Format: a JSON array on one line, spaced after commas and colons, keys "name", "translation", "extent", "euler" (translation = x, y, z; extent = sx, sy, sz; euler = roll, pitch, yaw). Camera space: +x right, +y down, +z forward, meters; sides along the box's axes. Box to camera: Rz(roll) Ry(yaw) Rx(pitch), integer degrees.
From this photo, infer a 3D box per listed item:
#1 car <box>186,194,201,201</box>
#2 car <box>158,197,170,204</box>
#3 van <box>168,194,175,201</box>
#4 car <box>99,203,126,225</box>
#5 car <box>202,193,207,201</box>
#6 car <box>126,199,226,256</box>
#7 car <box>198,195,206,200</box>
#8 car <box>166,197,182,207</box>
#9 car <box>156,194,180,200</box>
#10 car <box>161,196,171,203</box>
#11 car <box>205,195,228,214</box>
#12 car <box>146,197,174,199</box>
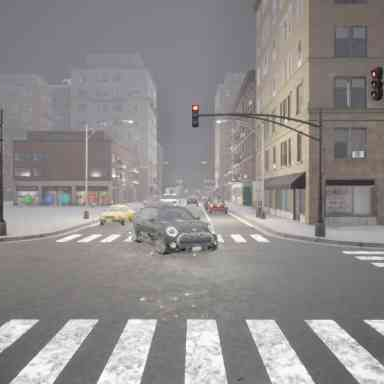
[{"name": "car", "translation": [0.062, 1.508, 54.044], "extent": [1.837, 1.490, 4.892], "euler": [0, 0, 0]}, {"name": "car", "translation": [-5.316, 1.586, 63.743], "extent": [1.802, 1.307, 4.206], "euler": [0, 0, 0]}, {"name": "van", "translation": [-5.290, 1.349, 86.390], "extent": [1.690, 1.788, 3.998], "euler": [0, 0, 0]}, {"name": "car", "translation": [-5.361, 1.526, 23.939], "extent": [1.752, 1.417, 4.829], "euler": [0, 0, 0]}, {"name": "car", "translation": [2.683, 1.317, 41.085], "extent": [2.192, 1.841, 5.009], "euler": [0, 0, 0]}, {"name": "car", "translation": [-0.857, 1.351, 13.410], "extent": [2.097, 1.767, 4.553], "euler": [0, 0, -27]}, {"name": "car", "translation": [2.742, 1.575, 92.042], "extent": [1.947, 1.339, 4.313], "euler": [0, 0, 0]}, {"name": "car", "translation": [-2.747, 1.550, 51.846], "extent": [2.033, 1.411, 5.357], "euler": [0, 0, 1]}, {"name": "car", "translation": [-2.763, 1.225, 40.979], "extent": [2.150, 2.045, 5.566], "euler": [0, 0, 0]}, {"name": "car", "translation": [-5.309, 1.530, 69.235], "extent": [1.752, 1.417, 4.829], "euler": [0, 0, 0]}, {"name": "car", "translation": [2.677, 1.441, 35.423], "extent": [1.967, 1.590, 4.097], "euler": [0, 0, 0]}, {"name": "car", "translation": [-2.810, 1.501, 27.157], "extent": [1.837, 1.490, 4.892], "euler": [0, 1, 1]}]
